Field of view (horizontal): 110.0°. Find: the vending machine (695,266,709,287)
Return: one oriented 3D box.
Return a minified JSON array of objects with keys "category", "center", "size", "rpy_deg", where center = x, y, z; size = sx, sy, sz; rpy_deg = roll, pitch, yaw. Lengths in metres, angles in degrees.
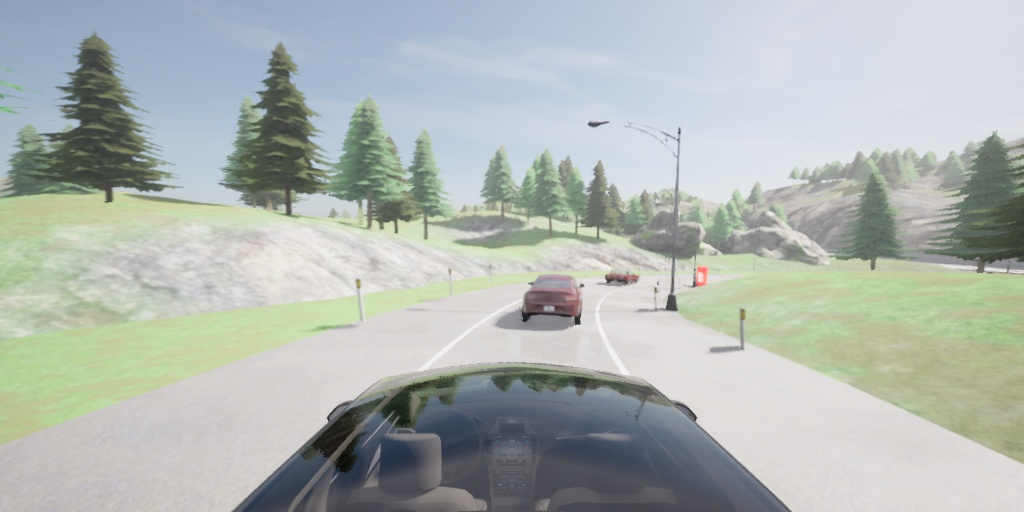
[{"category":"vending machine","center":[18.844,2.023,35.923],"size":[1.100,2.100,0.880],"rpy_deg":[0,0,43]}]

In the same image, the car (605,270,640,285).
[{"category":"car","center":[10.091,1.892,32.515],"size":[1.895,1.301,4.718],"rpy_deg":[4,1,34]}]

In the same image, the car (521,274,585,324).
[{"category":"car","center":[1.489,1.343,12.334],"size":[1.812,1.442,4.674],"rpy_deg":[1,0,11]}]
